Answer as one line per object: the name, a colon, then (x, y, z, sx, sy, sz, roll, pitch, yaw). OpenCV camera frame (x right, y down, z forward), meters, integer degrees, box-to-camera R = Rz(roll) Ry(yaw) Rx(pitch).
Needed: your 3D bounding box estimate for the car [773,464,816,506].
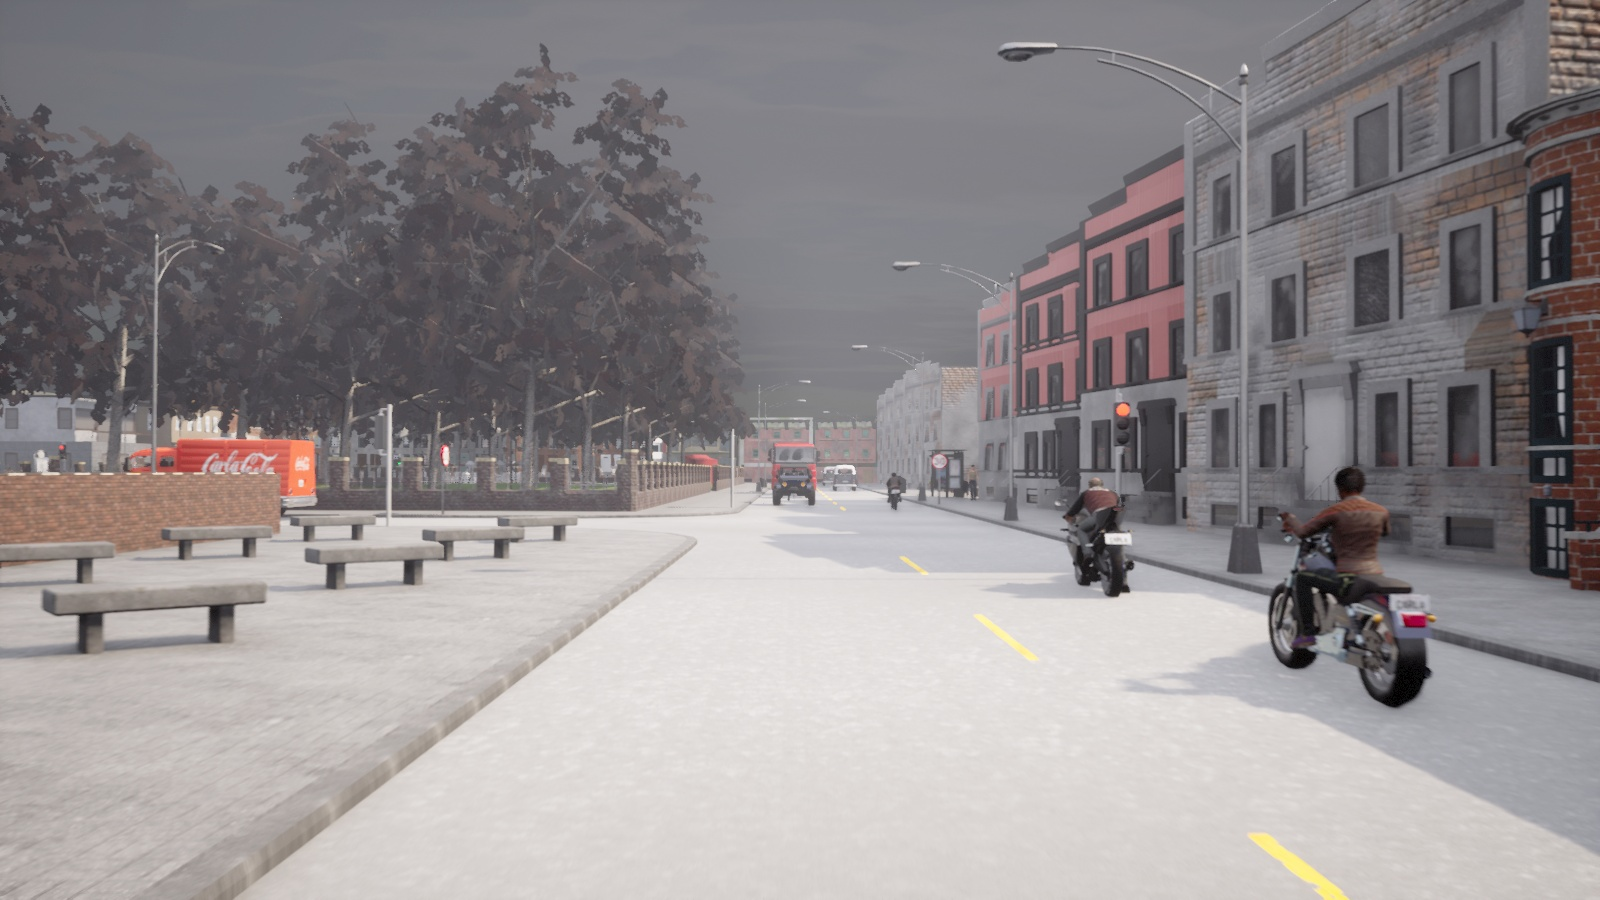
car: (-0.249, 1.581, 57.922, 1.905, 1.878, 3.866, 0, -1, 0)

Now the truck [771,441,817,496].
truck: (-0.392, 1.244, 84.213, 2.891, 3.462, 7.936, 0, -1, 0)

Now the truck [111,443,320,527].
truck: (-17.819, 1.044, 38.528, 5.204, 2.467, 2.627, 0, -1, -1)

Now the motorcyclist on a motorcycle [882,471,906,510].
motorcyclist on a motorcycle: (3.796, 1.631, 50.729, 0.797, 1.523, 2.044, 0, -1, -1)

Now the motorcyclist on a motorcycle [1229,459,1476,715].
motorcyclist on a motorcycle: (3.974, 0.905, 9.299, 0.766, 1.649, 2.350, 0, -1, 0)

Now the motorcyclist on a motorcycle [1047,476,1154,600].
motorcyclist on a motorcycle: (3.940, 1.113, 16.649, 0.866, 1.530, 2.191, 0, -1, 0)

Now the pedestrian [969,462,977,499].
pedestrian: (8.695, 1.546, 63.130, 0.345, 1.836, 0.594, 0, -1, 8)
